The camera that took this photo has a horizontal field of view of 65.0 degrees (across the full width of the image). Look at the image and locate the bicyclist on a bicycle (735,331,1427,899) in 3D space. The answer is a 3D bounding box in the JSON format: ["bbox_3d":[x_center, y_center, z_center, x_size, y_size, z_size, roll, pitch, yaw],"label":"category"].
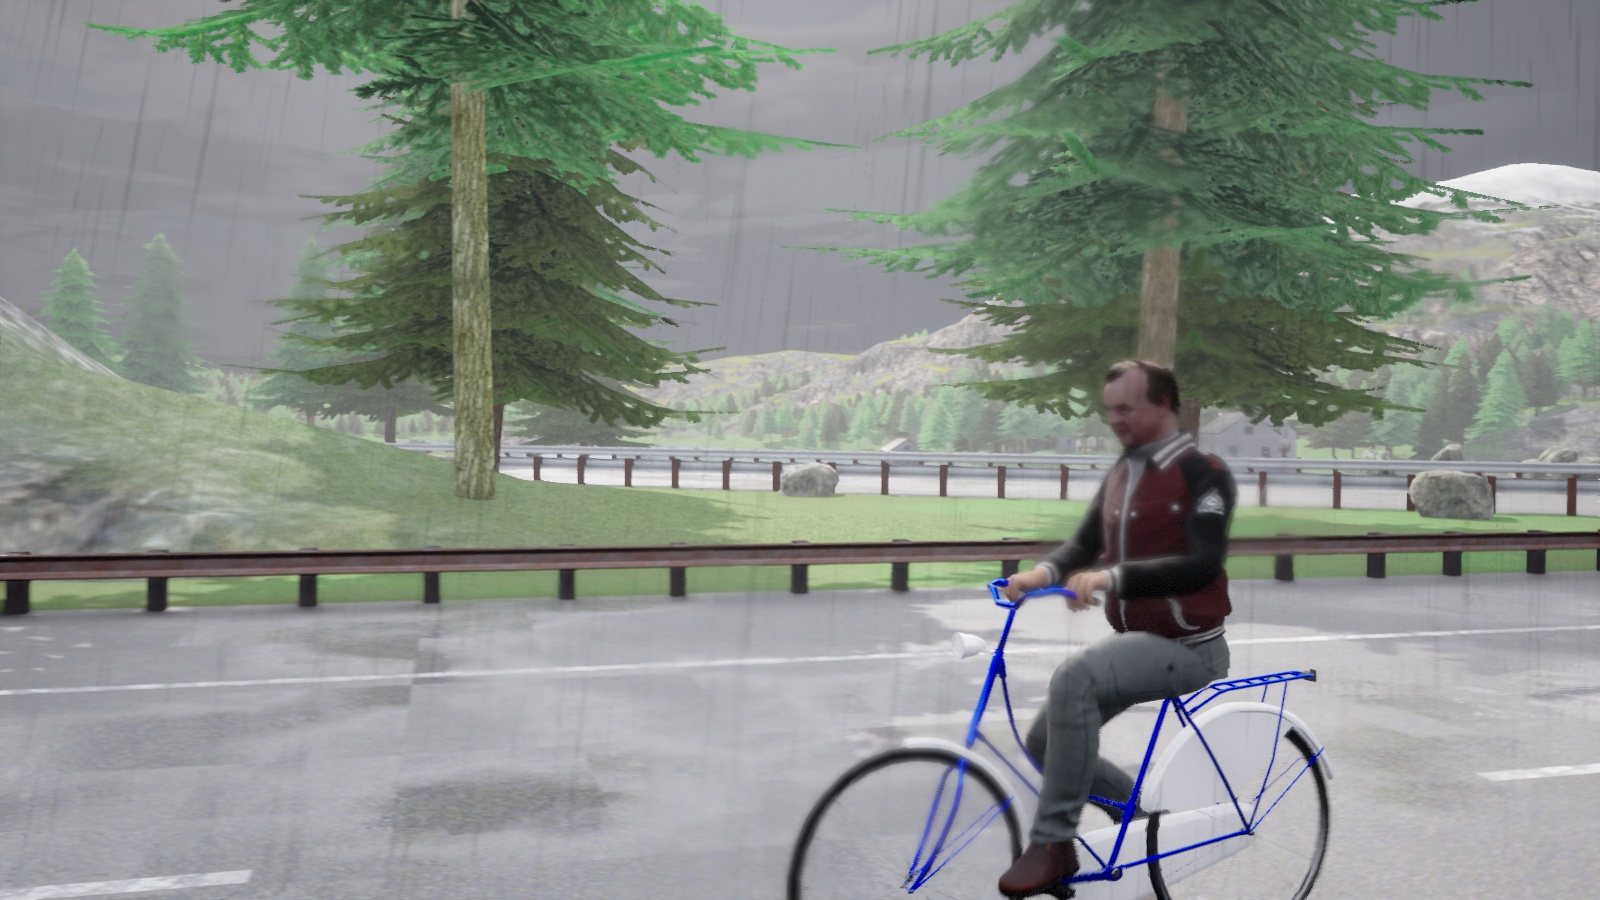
[{"bbox_3d":[0.809,0.606,3.530,1.843,1.776,0.659,-1,0,-23],"label":"bicyclist on a bicycle"}]
